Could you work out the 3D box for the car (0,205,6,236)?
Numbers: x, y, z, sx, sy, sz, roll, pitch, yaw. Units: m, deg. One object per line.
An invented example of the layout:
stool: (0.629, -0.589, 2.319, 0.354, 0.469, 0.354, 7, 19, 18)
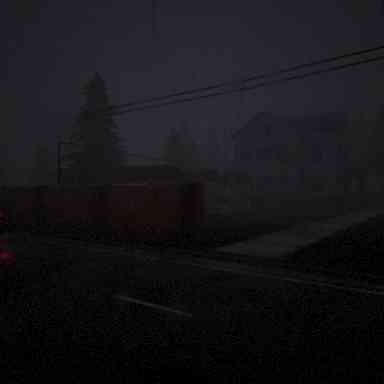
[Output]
car: (-11.417, 1.209, 16.436, 5.566, 2.045, 2.150, 0, 0, 36)
